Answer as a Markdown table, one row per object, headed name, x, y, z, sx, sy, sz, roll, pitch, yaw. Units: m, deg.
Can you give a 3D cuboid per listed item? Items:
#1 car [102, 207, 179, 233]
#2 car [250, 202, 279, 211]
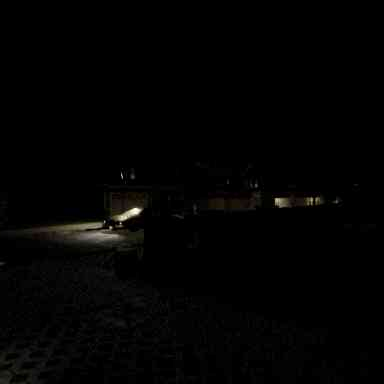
| name | x | y | z | sx | sy | sz | roll | pitch | yaw |
| --- | --- | --- | --- | --- | --- | --- | --- | --- | --- |
| car | -2.999 | 1.637 | 20.820 | 2.033 | 1.411 | 5.357 | 0 | 0 | 36 |
| car | 7.908 | 1.772 | 35.919 | 1.994 | 1.385 | 4.181 | 0 | 0 | 36 |
